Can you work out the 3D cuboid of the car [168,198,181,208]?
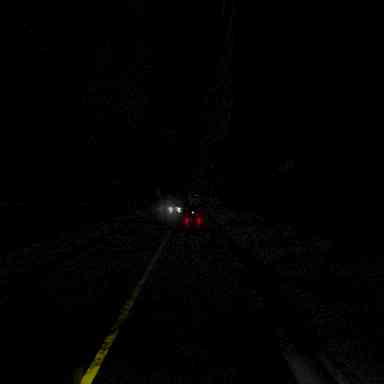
[{"bbox_3d":[-2.520,1.613,50.033,1.994,1.385,4.181,0,0,1],"label":"car"}]

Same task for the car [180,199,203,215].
[{"bbox_3d":[0.093,1.618,33.421,1.895,1.301,4.718,0,0,0],"label":"car"}]

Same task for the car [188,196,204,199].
[{"bbox_3d":[0.088,1.526,43.780,2.128,1.511,4.902,0,0,0],"label":"car"}]
